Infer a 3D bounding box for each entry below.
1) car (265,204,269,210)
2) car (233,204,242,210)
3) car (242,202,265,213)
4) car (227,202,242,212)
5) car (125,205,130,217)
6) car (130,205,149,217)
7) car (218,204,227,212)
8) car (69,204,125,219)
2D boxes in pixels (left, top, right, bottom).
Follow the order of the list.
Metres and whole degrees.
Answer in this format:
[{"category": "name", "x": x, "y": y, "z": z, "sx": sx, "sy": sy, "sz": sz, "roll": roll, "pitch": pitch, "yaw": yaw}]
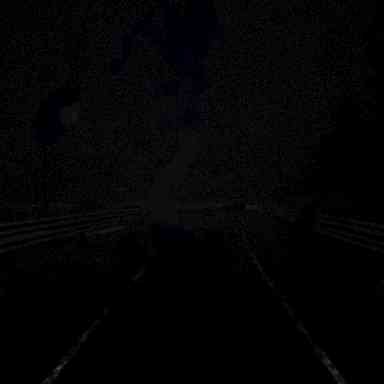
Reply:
[{"category": "car", "x": 18.990, "y": 3.817, "z": 86.994, "sx": 2.097, "sy": 1.767, "sz": 4.553, "roll": 0, "pitch": -2, "yaw": 10}, {"category": "car", "x": 12.125, "y": 3.995, "z": 88.341, "sx": 2.128, "sy": 1.511, "sz": 4.902, "roll": 0, "pitch": -2, "yaw": 10}, {"category": "car", "x": 11.572, "y": 2.863, "z": 62.172, "sx": 2.150, "sy": 2.045, "sz": 5.566, "roll": 0, "pitch": -2, "yaw": 22}, {"category": "car", "x": 9.173, "y": 2.959, "z": 65.546, "sx": 2.150, "sy": 2.045, "sz": 5.566, "roll": 0, "pitch": -2, "yaw": 21}, {"category": "car", "x": -9.257, "y": 2.264, "z": 35.677, "sx": 1.994, "sy": 1.385, "sz": 4.181, "roll": -1, "pitch": -2, "yaw": 42}, {"category": "car", "x": -7.613, "y": 2.447, "z": 43.141, "sx": 1.837, "sy": 1.490, "sz": 4.892, "roll": 0, "pitch": -2, "yaw": 37}, {"category": "car", "x": 6.710, "y": 3.324, "z": 68.964, "sx": 2.128, "sy": 1.511, "sz": 4.902, "roll": 0, "pitch": -2, "yaw": 21}, {"category": "car", "x": -8.982, "y": 1.896, "z": 30.794, "sx": 2.097, "sy": 1.767, "sz": 4.553, "roll": -1, "pitch": -3, "yaw": 43}]
